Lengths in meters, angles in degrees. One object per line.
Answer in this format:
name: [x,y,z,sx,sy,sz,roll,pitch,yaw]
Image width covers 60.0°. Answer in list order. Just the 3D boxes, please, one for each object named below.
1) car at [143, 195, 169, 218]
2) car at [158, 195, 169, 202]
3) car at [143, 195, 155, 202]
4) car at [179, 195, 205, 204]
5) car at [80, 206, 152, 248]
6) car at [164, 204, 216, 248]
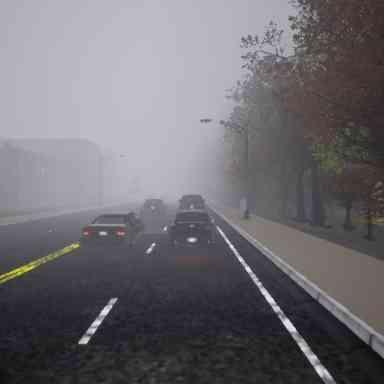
car: [-3.250,1.358,29.621,2.097,1.767,4.553,0,0,0]
car: [-6.501,1.481,75.926,2.033,1.411,5.357,0,0,0]
car: [-9.750,1.481,75.927,2.033,1.411,5.357,0,0,0]
car: [0.000,1.250,29.681,2.150,2.045,5.566,0,0,0]
car: [-3.249,1.557,14.651,2.033,1.411,5.357,0,0,0]
car: [0.000,1.511,14.651,1.837,1.490,4.892,0,0,0]
